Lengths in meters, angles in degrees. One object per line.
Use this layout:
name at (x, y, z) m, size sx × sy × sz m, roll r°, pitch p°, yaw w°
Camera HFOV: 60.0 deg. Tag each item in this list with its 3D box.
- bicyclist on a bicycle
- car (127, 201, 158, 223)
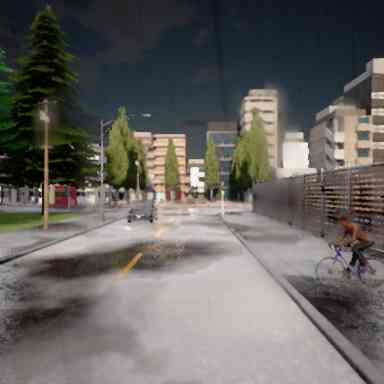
bicyclist on a bicycle at (3.649, 1.364, 7.612) m, size 1.656 × 1.620 × 0.582 m, roll 0°, pitch 0°, yaw 1°
car at (-3.715, 1.519, 25.698) m, size 1.837 × 1.490 × 4.892 m, roll 0°, pitch 0°, yaw 1°
